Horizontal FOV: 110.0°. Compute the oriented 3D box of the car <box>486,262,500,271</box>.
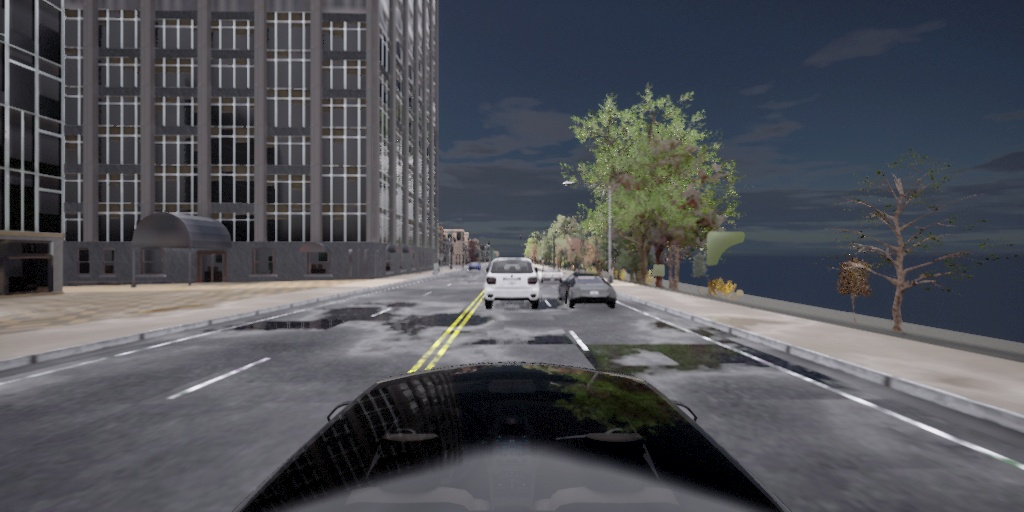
[{"bbox_3d":[-3.281,1.824,63.262,2.128,1.511,4.902,0,-1,0],"label":"car"}]

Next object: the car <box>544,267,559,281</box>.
[{"bbox_3d":[3.240,1.625,30.956,1.895,1.301,4.718,0,-1,0],"label":"car"}]

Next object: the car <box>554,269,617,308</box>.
[{"bbox_3d":[3.254,1.450,16.164,1.994,1.385,4.181,0,0,0],"label":"car"}]

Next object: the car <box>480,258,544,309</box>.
[{"bbox_3d":[-0.004,1.100,15.891,2.150,2.045,5.566,0,0,0],"label":"car"}]

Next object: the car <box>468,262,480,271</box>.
[{"bbox_3d":[-6.532,1.808,63.085,1.882,1.535,5.008,0,-1,0],"label":"car"}]
